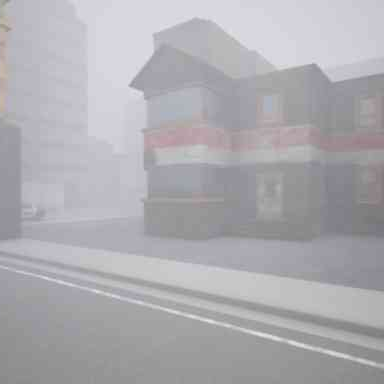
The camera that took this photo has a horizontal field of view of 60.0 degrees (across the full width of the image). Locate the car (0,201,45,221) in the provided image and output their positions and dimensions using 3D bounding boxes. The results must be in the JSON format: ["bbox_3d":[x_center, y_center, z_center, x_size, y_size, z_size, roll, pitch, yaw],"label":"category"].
[{"bbox_3d":[-13.728,1.401,25.715,1.853,1.218,4.536,0,0,15],"label":"car"}]

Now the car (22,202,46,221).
[{"bbox_3d":[-13.741,1.559,25.665,2.038,1.542,4.974,0,0,15],"label":"car"}]
